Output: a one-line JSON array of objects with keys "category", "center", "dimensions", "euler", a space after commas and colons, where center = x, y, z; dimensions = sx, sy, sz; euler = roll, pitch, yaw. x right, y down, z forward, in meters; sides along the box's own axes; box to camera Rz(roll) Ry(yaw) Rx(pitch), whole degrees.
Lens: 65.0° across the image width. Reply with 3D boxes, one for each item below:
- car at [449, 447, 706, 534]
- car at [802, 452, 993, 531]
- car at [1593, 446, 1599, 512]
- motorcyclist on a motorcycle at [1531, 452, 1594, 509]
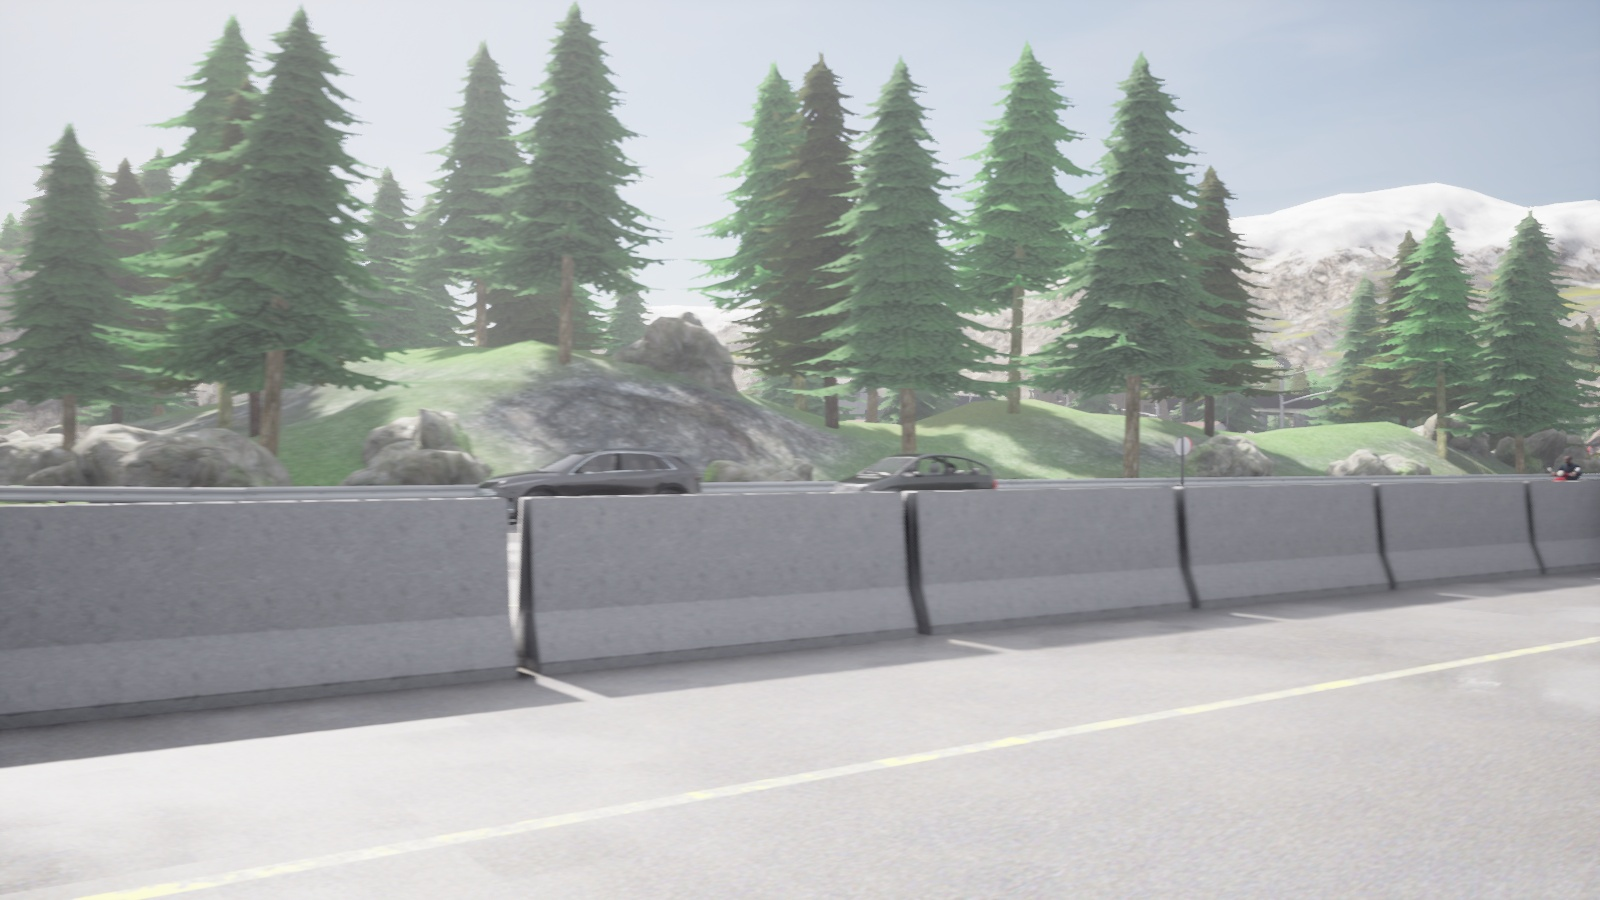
[{"category": "car", "center": [-4.557, 0.783, 26.067], "dimensions": [4.856, 1.649, 2.033], "euler": [0, 0, -35]}, {"category": "car", "center": [2.075, 0.838, 26.402], "dimensions": [3.705, 1.549, 1.789], "euler": [1, -1, -35]}, {"category": "car", "center": [22.507, 0.734, 32.026], "dimensions": [4.611, 1.667, 2.242], "euler": [0, 0, -35]}, {"category": "motorcyclist on a motorcycle", "center": [21.711, 0.858, 35.730], "dimensions": [1.817, 1.590, 0.866], "euler": [0, 0, -35]}]
